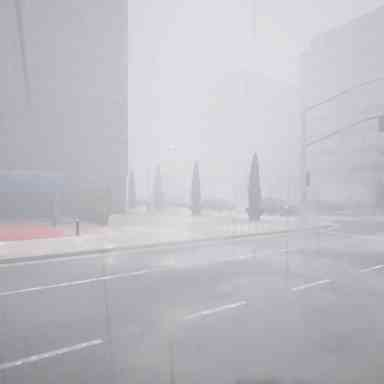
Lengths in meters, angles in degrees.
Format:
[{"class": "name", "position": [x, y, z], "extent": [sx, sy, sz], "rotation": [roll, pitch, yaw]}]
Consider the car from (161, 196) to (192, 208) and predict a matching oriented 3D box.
[{"class": "car", "position": [-2.570, 1.547, 47.662], "extent": [2.033, 1.411, 5.357], "rotation": [0, 0, -35]}]

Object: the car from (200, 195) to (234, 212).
[{"class": "car", "position": [3.001, 1.491, 39.637], "extent": [2.128, 1.511, 4.902], "rotation": [0, 0, -35]}]

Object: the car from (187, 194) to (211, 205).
[{"class": "car", "position": [1.230, 1.352, 60.939], "extent": [2.097, 1.767, 4.553], "rotation": [0, 0, -35]}]

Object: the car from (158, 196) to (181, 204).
[{"class": "car", "position": [-4.283, 1.492, 62.662], "extent": [2.128, 1.511, 4.902], "rotation": [0, 0, -34]}]

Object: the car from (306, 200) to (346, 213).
[{"class": "car", "position": [13.938, 1.547, 36.511], "extent": [2.033, 1.411, 5.357], "rotation": [0, 0, -35]}]

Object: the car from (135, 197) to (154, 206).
[{"class": "car", "position": [-8.102, 1.526, 55.679], "extent": [1.812, 1.442, 4.674], "rotation": [0, 0, -34]}]

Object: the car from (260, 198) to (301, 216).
[{"class": "car", "position": [8.192, 1.352, 32.161], "extent": [2.097, 1.767, 4.553], "rotation": [0, 0, -35]}]

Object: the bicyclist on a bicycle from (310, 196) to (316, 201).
[{"class": "bicyclist on a bicycle", "position": [16.941, 1.300, 46.707], "extent": [1.656, 1.620, 0.582], "rotation": [0, 0, -35]}]

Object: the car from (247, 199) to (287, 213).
[{"class": "car", "position": [8.509, 1.564, 37.841], "extent": [1.994, 1.385, 4.181], "rotation": [0, 0, -35]}]

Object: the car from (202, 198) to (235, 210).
[{"class": "car", "position": [3.515, 1.526, 45.036], "extent": [1.812, 1.442, 4.674], "rotation": [0, 0, -35]}]

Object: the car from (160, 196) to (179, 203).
[{"class": "car", "position": [-4.757, 1.600, 69.527], "extent": [1.895, 1.301, 4.718], "rotation": [0, 0, -35]}]

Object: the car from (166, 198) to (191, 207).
[{"class": "car", "position": [-2.202, 1.601, 53.280], "extent": [1.895, 1.301, 4.718], "rotation": [0, 0, -35]}]
